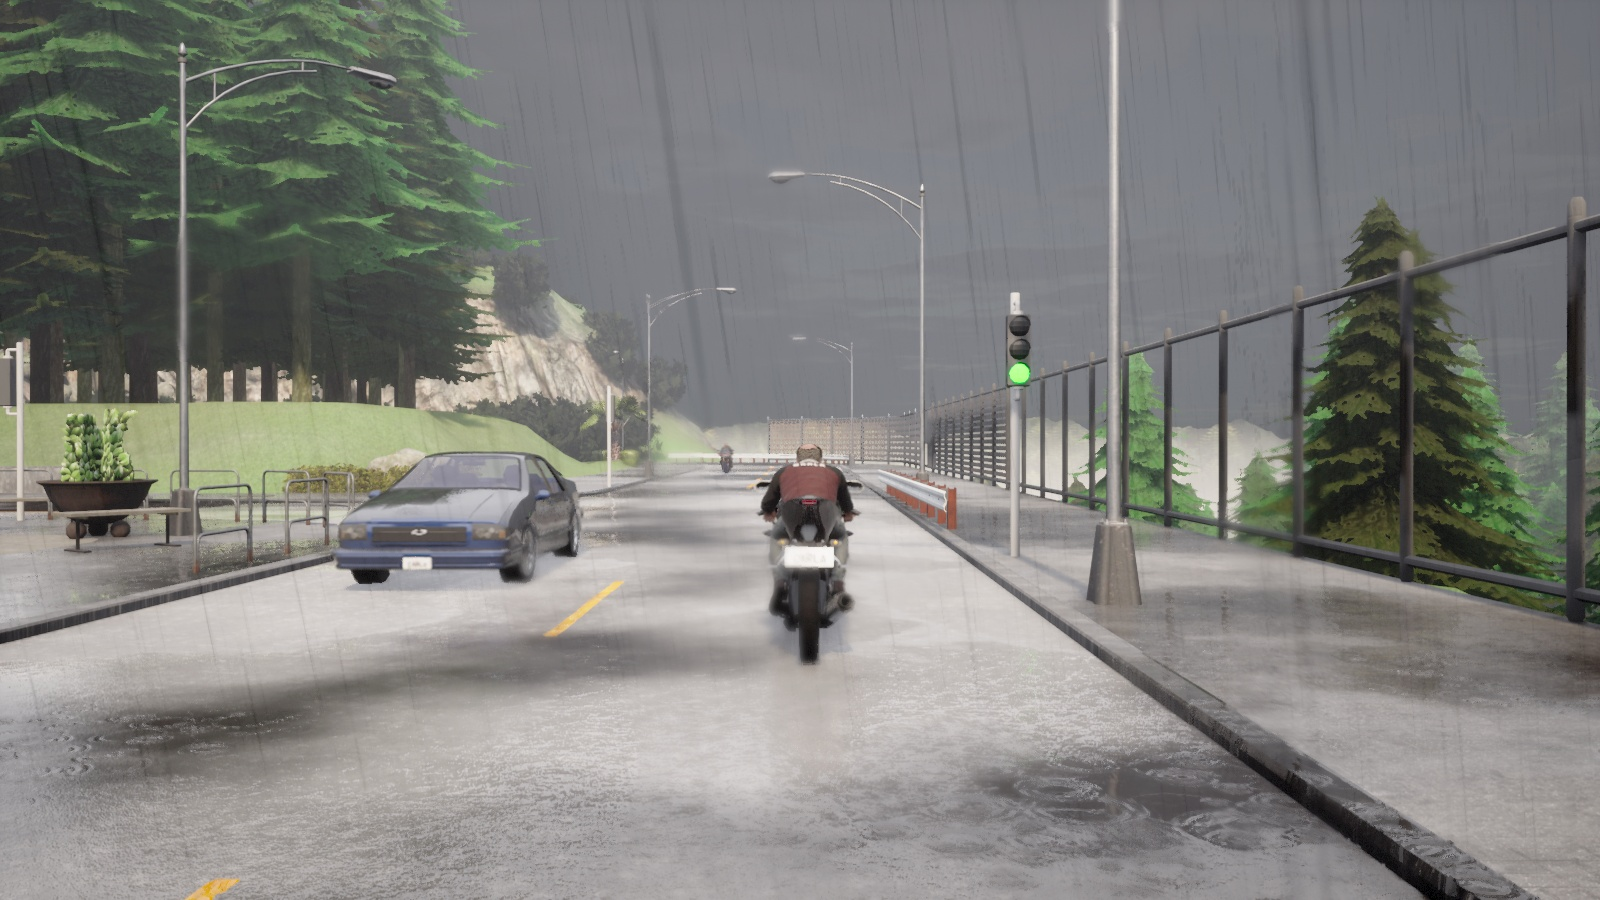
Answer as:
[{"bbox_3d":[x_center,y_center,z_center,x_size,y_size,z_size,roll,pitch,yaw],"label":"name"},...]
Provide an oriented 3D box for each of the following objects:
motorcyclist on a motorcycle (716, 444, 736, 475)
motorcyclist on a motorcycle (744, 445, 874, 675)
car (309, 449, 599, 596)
[{"bbox_3d":[-3.635,0.448,62.009,0.866,1.530,2.191,0,0,0],"label":"motorcyclist on a motorcycle"},{"bbox_3d":[0.068,0.731,9.465,0.866,1.530,2.191,0,0,0],"label":"motorcyclist on a motorcycle"},{"bbox_3d":[-3.819,0.711,14.986,2.033,1.411,5.357,0,0,-1],"label":"car"}]
